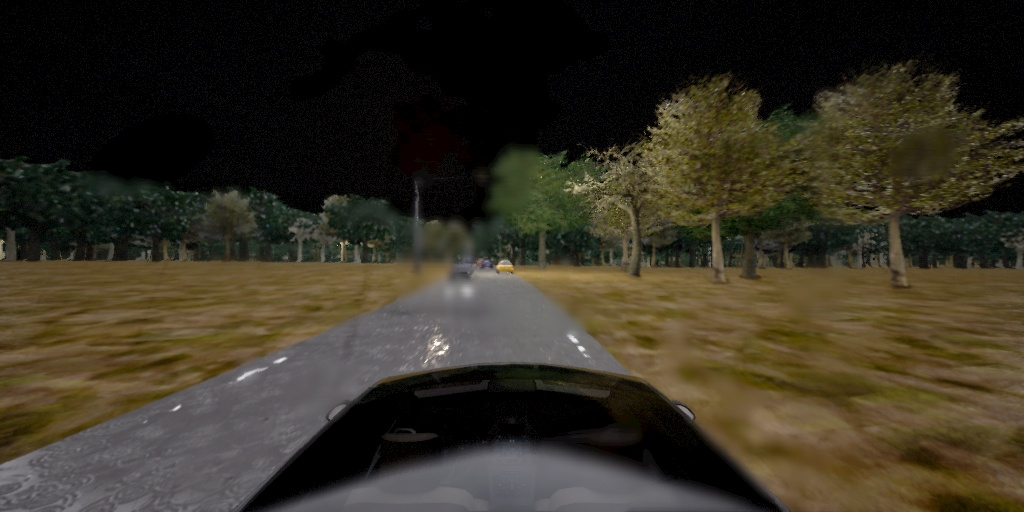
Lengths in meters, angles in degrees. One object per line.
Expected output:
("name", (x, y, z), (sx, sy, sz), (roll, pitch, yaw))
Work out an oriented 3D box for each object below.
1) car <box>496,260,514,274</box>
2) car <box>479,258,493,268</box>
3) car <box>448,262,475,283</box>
("car", (-0.863, 1.221, 41.139), (1.801, 1.575, 5.366), (0, 0, -6))
("car", (-4.219, 1.335, 60.865), (1.812, 1.442, 4.674), (0, 0, -7))
("car", (-3.982, 1.389, 28.676), (1.895, 1.301, 4.718), (0, 0, -4))
